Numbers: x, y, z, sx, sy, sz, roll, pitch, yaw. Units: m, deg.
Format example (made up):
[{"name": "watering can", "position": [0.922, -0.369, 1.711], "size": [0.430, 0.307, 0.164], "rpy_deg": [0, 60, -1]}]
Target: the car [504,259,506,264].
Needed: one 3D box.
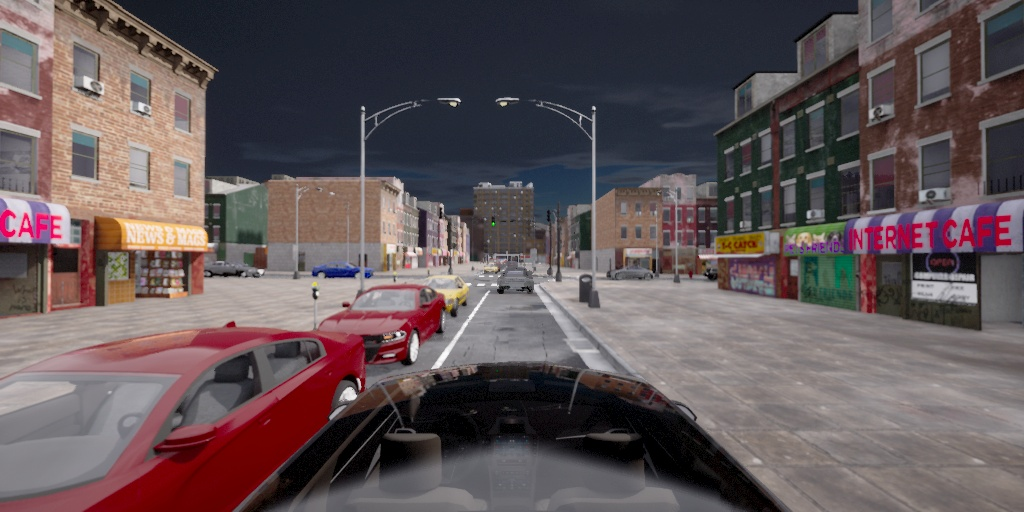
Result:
[{"name": "car", "position": [-2.610, 1.594, 61.868], "size": [2.007, 1.370, 4.403], "rpy_deg": [0, 0, 0]}]

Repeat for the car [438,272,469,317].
[{"name": "car", "position": [-2.632, 1.320, 13.410], "size": [1.751, 1.417, 4.829], "rpy_deg": [0, 0, 0]}]

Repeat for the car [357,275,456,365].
[{"name": "car", "position": [-2.634, 1.318, 8.087], "size": [1.888, 1.381, 4.507], "rpy_deg": [0, 0, 0]}]

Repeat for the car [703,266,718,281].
[{"name": "car", "position": [21.180, 1.395, 33.795], "size": [5.566, 2.045, 2.150], "rpy_deg": [1, -1, 0]}]

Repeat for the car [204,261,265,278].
[{"name": "car", "position": [-23.870, 1.192, 30.636], "size": [4.902, 1.511, 2.128], "rpy_deg": [0, -1, 0]}]

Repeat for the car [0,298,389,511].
[{"name": "car", "position": [-2.637, 1.298, 2.593], "size": [1.888, 1.381, 4.507], "rpy_deg": [0, 0, 0]}]

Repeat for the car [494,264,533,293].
[{"name": "car", "position": [0.254, 1.394, 21.593], "size": [1.994, 1.385, 4.181], "rpy_deg": [0, 0, 3]}]

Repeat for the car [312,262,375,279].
[{"name": "car", "position": [-14.371, 1.246, 30.677], "size": [5.008, 1.535, 1.882], "rpy_deg": [0, -1, -1]}]

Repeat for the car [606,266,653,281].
[{"name": "car", "position": [11.045, 1.588, 33.748], "size": [4.181, 1.385, 1.994], "rpy_deg": [1, -1, -1]}]

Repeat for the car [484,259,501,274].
[{"name": "car", "position": [-2.617, 1.474, 45.367], "size": [1.751, 1.417, 4.829], "rpy_deg": [0, 0, 0]}]

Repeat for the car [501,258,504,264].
[{"name": "car", "position": [-2.615, 1.294, 50.980], "size": [2.192, 1.841, 5.009], "rpy_deg": [0, 0, 0]}]
